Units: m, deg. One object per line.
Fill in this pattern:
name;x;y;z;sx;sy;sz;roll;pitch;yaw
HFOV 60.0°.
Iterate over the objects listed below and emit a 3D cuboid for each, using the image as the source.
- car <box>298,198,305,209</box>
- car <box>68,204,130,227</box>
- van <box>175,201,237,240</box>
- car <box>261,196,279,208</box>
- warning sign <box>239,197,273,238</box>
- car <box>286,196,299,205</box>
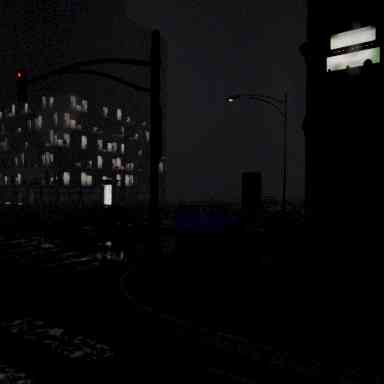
car;15.591;1.442;42.344;1.837;1.490;4.892;1;1;36
car;-5.999;1.467;21.879;1.947;1.339;4.313;1;1;35
van;0.833;1.368;17.019;1.690;1.788;3.998;1;1;35
car;10.035;1.293;44.420;1.967;1.590;4.097;1;1;35
warning sign;3.115;1.177;16.125;1.300;1.860;1.060;1;1;35
car;16.349;1.364;53.300;1.752;1.417;4.829;1;1;35
